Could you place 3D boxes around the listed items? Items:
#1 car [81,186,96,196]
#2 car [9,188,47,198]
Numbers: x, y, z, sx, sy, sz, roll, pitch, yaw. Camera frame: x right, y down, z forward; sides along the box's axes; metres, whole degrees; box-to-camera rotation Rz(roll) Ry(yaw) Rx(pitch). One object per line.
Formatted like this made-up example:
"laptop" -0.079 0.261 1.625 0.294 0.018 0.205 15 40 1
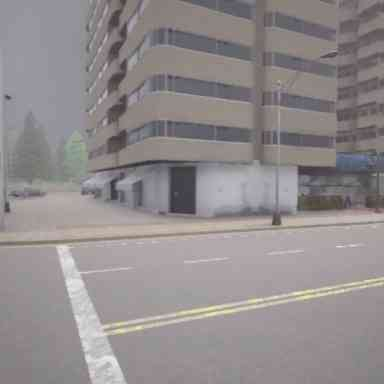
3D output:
"car" -16.897 -0.310 57.994 2.097 1.767 4.553 2 2 42
"car" -22.964 0.099 46.783 2.033 1.411 5.357 1 2 19
